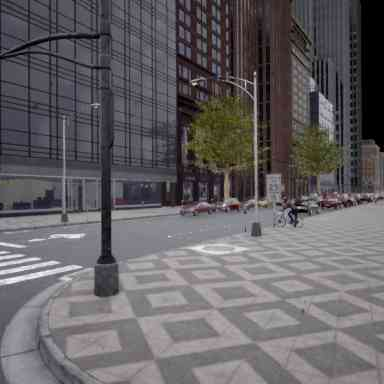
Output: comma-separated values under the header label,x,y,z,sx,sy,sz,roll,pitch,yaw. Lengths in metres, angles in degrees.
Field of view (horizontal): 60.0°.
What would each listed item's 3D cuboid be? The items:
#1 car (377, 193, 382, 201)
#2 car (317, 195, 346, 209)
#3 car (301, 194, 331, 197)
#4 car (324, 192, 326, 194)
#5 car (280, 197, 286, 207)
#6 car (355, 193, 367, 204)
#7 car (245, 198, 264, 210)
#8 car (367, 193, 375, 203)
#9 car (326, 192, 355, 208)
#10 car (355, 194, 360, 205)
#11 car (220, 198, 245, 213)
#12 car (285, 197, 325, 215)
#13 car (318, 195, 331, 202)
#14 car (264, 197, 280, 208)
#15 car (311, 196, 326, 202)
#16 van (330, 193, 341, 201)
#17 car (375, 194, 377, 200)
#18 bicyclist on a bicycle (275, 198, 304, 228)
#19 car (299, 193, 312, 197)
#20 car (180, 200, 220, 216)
label,x,y,z,sx,sy,sz,roll,pitch,yaw
car,42.736,1.357,77.914,1.802,1.307,4.206,-1,0,35
car,17.154,1.376,40.760,1.887,1.381,4.507,0,0,35
car,16.585,1.339,44.467,2.128,1.511,4.902,-1,0,35
car,22.274,1.051,52.731,2.150,2.045,5.566,-1,0,35
car,13.334,1.455,50.245,1.947,1.339,4.313,0,0,35
car,26.746,1.117,54.694,2.192,1.841,5.009,0,0,35
car,6.938,1.494,40.955,1.802,1.307,4.206,0,0,35
car,33.142,1.098,63.983,2.192,1.841,5.009,0,0,35
car,20.351,1.136,45.406,2.192,1.841,5.009,0,0,35
car,23.549,1.377,50.049,1.947,1.339,4.313,0,0,35
car,3.739,1.366,36.310,1.967,1.590,4.097,0,0,35
car,10.759,1.424,31.471,1.947,1.339,4.313,0,0,35
car,29.325,1.426,73.469,1.802,1.307,4.206,0,0,35
car,10.039,1.426,45.459,1.752,1.417,4.829,0,0,35
car,26.128,1.417,68.825,1.947,1.339,4.313,0,0,35
van,35.719,1.184,82.761,1.690,1.788,3.998,-1,0,35
car,36.437,1.301,68.766,1.752,1.417,4.829,-1,0,35
bicyclist on a bicycle,5.325,1.177,18.357,1.656,1.620,0.582,-1,0,35
car,19.730,1.415,59.535,1.887,1.381,4.507,0,0,35
car,0.542,1.524,31.665,1.802,1.307,4.206,0,0,35
